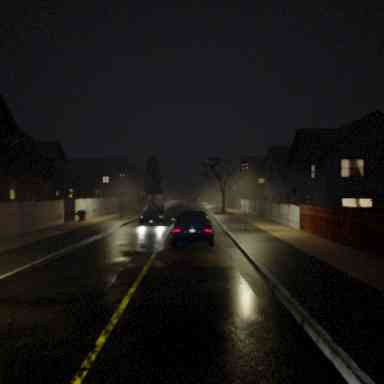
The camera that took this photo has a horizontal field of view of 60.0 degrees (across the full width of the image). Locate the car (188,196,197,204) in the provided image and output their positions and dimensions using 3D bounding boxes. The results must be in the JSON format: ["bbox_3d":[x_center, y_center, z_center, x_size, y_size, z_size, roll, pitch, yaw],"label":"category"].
[{"bbox_3d":[0.090,1.658,74.547,2.097,1.767,4.553,0,0,0],"label":"car"}]

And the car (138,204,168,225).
[{"bbox_3d":[-2.728,1.594,24.984,2.033,1.411,5.357,0,0,0],"label":"car"}]

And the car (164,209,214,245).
[{"bbox_3d":[0.017,1.572,15.536,2.033,1.411,5.357,0,0,0],"label":"car"}]
